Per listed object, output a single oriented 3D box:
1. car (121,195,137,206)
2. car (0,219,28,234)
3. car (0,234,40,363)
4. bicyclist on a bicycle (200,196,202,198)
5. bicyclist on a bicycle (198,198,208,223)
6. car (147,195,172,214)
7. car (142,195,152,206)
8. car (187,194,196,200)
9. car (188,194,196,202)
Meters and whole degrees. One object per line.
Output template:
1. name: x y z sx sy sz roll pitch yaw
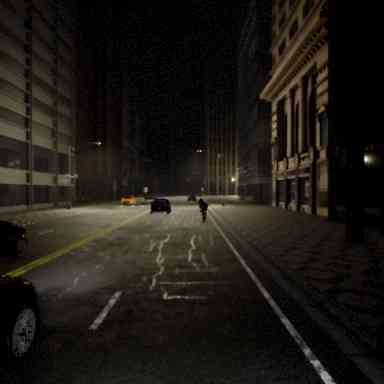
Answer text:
1. car: -9.814 1.317 52.167 1.882 1.535 5.008 0 0 0
2. car: -6.600 1.520 9.860 1.812 1.442 4.674 0 0 0
3. car: -3.151 1.490 2.983 2.128 1.511 4.902 0 0 0
4. bicyclist on a bicycle: 0.892 1.311 32.725 0.659 1.776 1.843 0 0 0
5. bicyclist on a bicycle: 0.893 1.425 23.717 0.582 1.620 1.656 0 0 0
6. car: -3.153 1.409 34.637 1.882 1.535 5.008 0 0 0
7. car: -6.565 1.193 51.982 2.097 1.767 4.553 0 0 0
8. car: -0.008 1.170 81.068 2.128 1.511 4.902 0 0 0
9. car: -0.006 1.274 69.575 2.033 1.411 5.357 0 0 0
